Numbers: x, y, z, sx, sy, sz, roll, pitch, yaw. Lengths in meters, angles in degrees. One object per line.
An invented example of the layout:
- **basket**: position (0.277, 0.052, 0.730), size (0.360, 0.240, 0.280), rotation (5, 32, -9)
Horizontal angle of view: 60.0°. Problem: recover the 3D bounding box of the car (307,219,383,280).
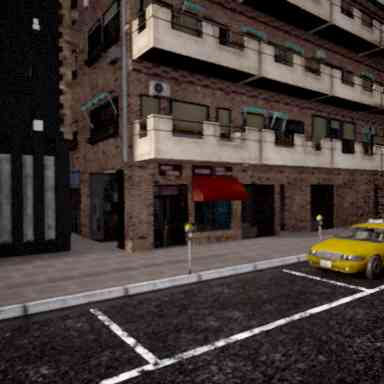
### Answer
- **car**: position (5.404, 1.524, 9.962), size (4.829, 1.417, 1.752), rotation (0, -1, -35)
